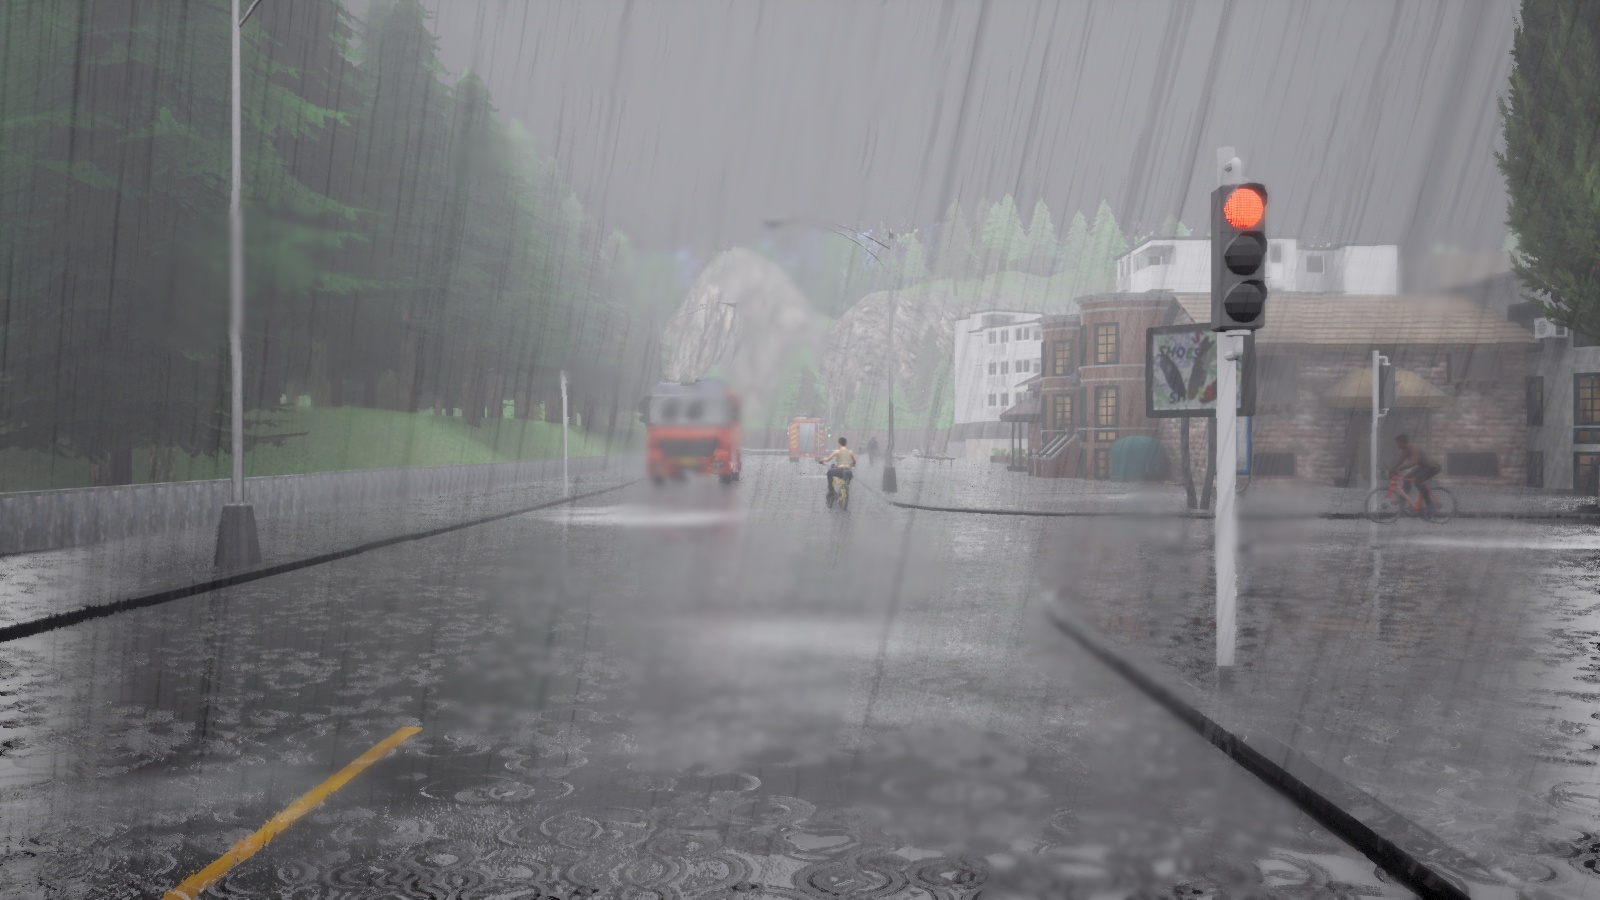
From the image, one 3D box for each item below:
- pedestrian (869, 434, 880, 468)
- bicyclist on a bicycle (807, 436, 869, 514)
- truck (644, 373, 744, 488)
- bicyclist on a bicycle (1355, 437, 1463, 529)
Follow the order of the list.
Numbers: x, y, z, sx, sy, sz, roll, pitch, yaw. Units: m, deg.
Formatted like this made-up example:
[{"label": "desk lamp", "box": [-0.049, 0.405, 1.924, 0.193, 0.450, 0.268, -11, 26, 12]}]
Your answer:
[{"label": "pedestrian", "box": [4.159, 0.064, 70.188, 0.563, 1.883, 0.849, 0, 0, 1]}, {"label": "bicyclist on a bicycle", "box": [0.805, 0.528, 27.401, 0.866, 1.612, 1.509, 3, 0, -16]}, {"label": "truck", "box": [-3.727, -0.682, 46.176, 2.891, 3.827, 8.468, 0, 0, 0]}, {"label": "bicyclist on a bicycle", "box": [10.891, 0.581, 22.480, 1.656, 1.620, 0.582, 0, 0, 0]}]
